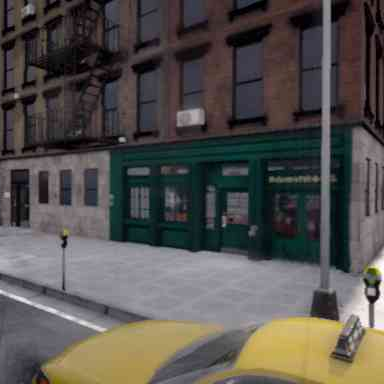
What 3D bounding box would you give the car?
[{"bbox_3d":[0.773,1.521,2.258,4.829,1.417,1.752,0,0,35],"label":"car"}]
